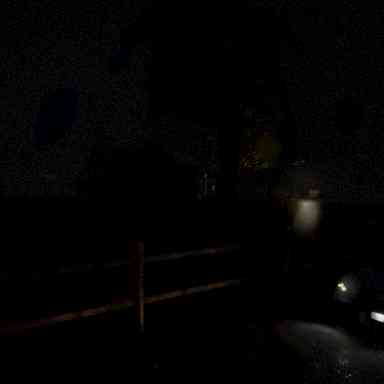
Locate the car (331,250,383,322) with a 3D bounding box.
[{"bbox_3d":[5.077,1.547,6.694,5.357,1.411,2.033,0,0,-36],"label":"car"}]
